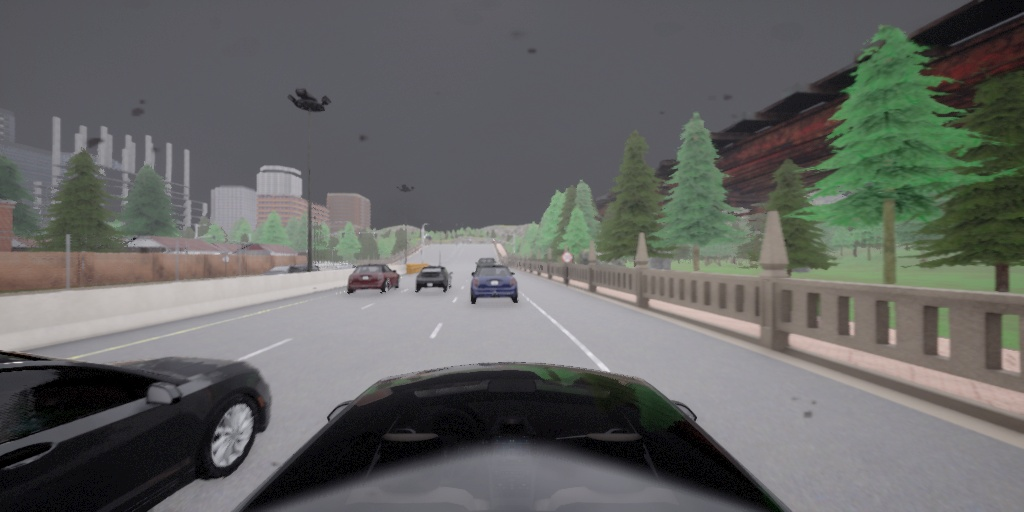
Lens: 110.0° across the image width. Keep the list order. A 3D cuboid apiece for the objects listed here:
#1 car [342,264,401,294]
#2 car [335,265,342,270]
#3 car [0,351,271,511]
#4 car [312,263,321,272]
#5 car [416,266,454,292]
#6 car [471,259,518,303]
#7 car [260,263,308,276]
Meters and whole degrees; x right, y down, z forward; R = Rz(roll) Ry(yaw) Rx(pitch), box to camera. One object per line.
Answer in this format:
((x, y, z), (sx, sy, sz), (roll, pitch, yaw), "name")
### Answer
((-8.315, 1.262, 22.007), (2.097, 1.767, 4.553), (0, 0, -5), "car")
((-16.807, 1.562, 36.585), (1.812, 1.442, 4.674), (0, 0, -5), "car")
((-3.472, 1.271, 1.851), (1.837, 1.490, 4.892), (0, -1, -1), "car")
((-24.307, 1.599, 42.160), (2.128, 1.511, 4.902), (0, 0, -5), "car")
((-4.857, 1.400, 22.713), (1.837, 1.490, 4.892), (0, -1, -5), "car")
((-0.920, 1.199, 17.509), (2.097, 1.767, 4.553), (0, 0, -5), "car")
((-19.850, 1.546, 31.195), (1.812, 1.442, 4.674), (0, -1, -5), "car")
